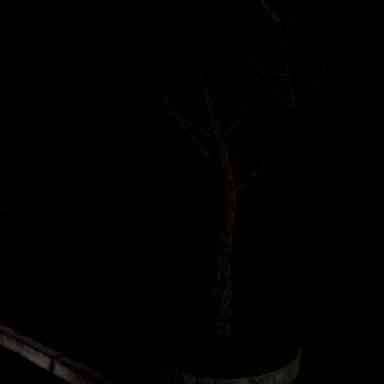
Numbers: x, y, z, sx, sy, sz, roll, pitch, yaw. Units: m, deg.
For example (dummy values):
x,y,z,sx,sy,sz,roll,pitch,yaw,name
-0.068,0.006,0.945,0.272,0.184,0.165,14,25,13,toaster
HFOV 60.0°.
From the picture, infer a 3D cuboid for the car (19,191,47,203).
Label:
x,y,z,sx,sy,sz,roll,pitch,yaw,name
-19.992,0.922,40.829,2.150,2.045,5.566,1,0,32,car
